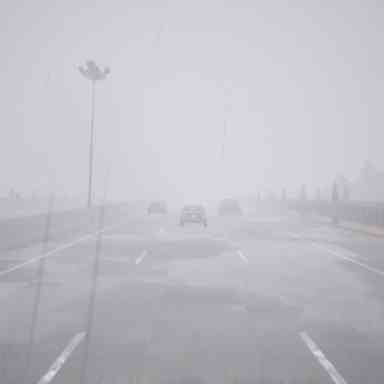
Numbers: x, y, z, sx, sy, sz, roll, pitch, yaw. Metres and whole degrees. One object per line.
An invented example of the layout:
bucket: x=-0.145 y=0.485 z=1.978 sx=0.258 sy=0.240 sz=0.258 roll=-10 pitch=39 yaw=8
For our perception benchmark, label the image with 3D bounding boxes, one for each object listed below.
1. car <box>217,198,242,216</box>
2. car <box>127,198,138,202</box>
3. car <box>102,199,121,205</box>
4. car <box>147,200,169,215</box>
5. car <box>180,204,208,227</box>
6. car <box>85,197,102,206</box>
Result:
car: x=3.612 y=1.373 z=32.975 sx=2.097 sy=1.767 sz=4.553 roll=0 pitch=0 yaw=0
car: x=-10.476 y=1.795 z=59.306 sx=1.812 sy=1.442 sz=4.674 roll=0 pitch=-2 yaw=0
car: x=-13.976 y=1.915 z=59.308 sx=1.895 sy=1.301 sz=4.718 roll=0 pitch=-2 yaw=0
car: x=-3.387 y=1.514 z=33.704 sx=2.128 sy=1.511 sz=4.902 roll=0 pitch=0 yaw=0
car: x=0.107 y=1.561 z=23.127 sx=2.033 sy=1.411 sz=5.357 roll=0 pitch=0 yaw=0
car: x=-17.476 y=1.666 z=59.330 sx=2.097 sy=1.767 sz=4.553 roll=0 pitch=-2 yaw=0
